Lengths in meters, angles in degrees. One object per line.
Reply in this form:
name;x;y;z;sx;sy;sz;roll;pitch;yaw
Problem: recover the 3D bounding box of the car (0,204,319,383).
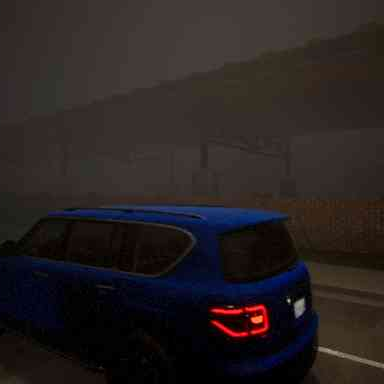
car;-1.129;1.200;4.800;5.566;2.045;2.150;0;0;36
